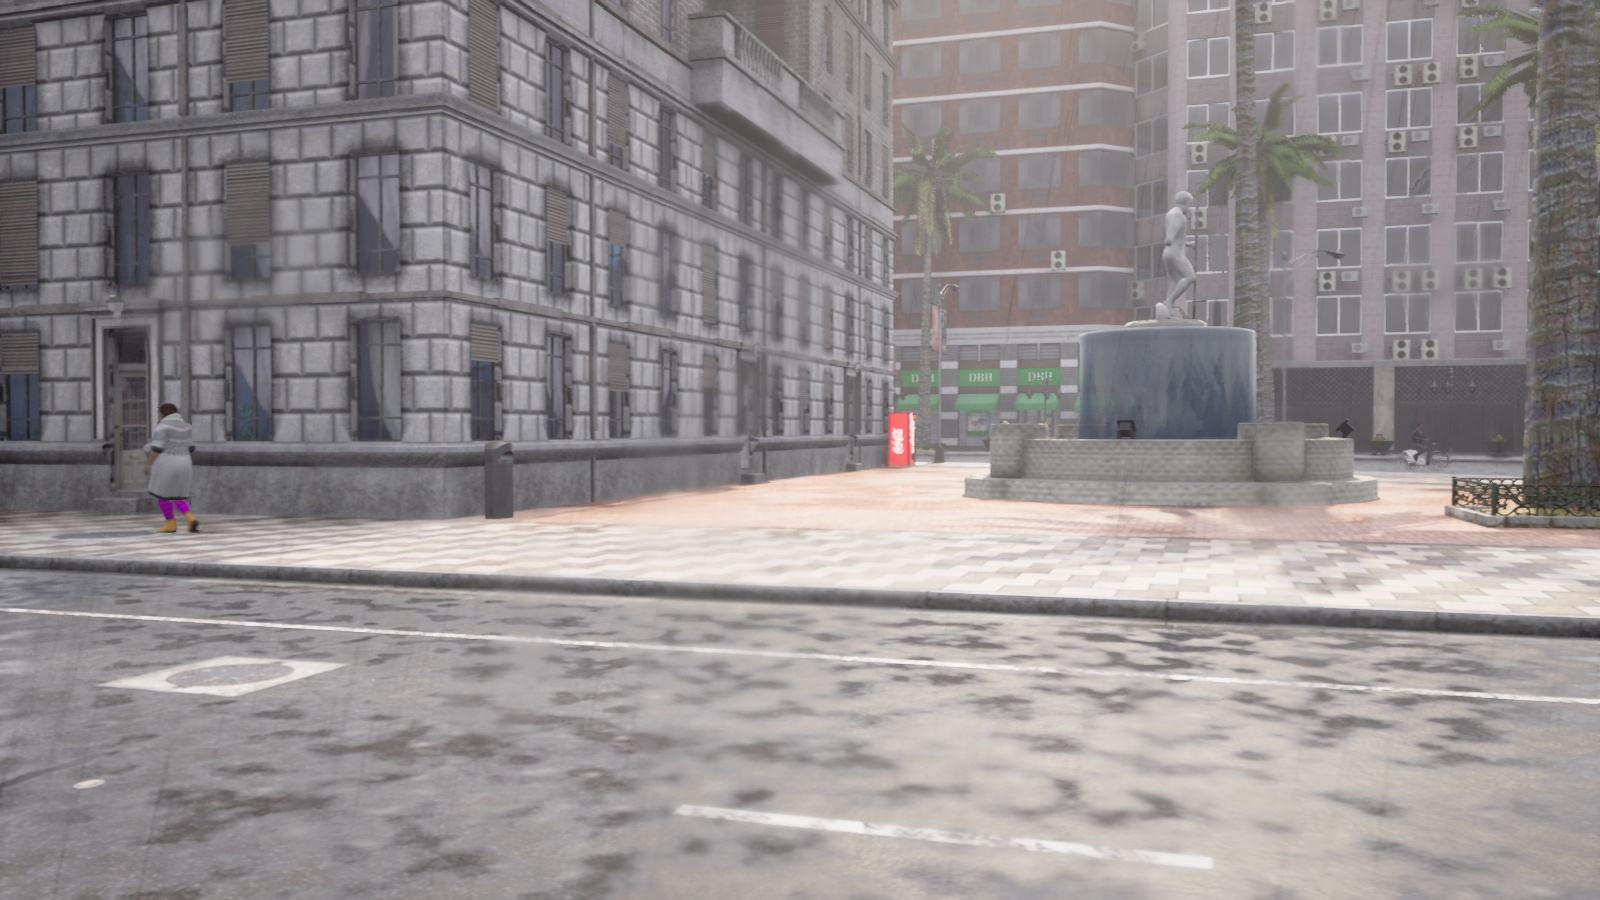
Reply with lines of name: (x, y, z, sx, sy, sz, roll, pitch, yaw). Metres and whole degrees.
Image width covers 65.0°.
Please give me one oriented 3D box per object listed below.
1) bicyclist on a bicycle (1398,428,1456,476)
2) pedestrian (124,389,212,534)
bicyclist on a bicycle: (23.654, 0.042, 47.413, 0.659, 1.776, 1.843, -1, 1, -37)
pedestrian: (-8.717, 0.141, 17.339, 0.873, 1.952, 0.659, 1, 1, 16)
